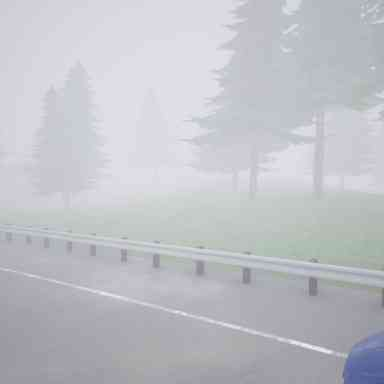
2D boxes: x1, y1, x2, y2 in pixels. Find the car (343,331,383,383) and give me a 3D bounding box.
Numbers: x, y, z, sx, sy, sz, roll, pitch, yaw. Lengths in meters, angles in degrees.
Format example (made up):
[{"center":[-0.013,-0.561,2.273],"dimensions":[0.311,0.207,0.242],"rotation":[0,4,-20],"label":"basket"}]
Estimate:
[{"center":[3.378,1.477,1.491],"dimensions":[5.008,1.535,1.882],"rotation":[0,0,36],"label":"car"}]
